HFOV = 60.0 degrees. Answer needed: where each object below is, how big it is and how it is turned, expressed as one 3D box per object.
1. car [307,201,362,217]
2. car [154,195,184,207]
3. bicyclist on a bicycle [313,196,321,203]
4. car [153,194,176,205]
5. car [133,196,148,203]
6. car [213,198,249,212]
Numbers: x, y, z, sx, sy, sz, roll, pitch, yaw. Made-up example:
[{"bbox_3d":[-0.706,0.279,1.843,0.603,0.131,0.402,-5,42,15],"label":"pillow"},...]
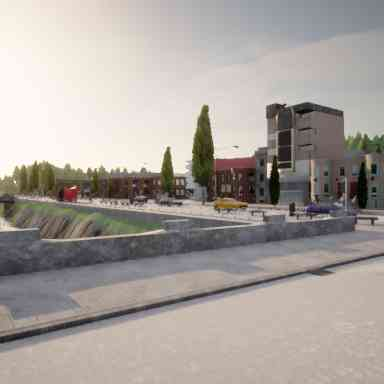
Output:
[{"bbox_3d":[12.275,1.526,28.939,1.812,1.442,4.674,0,0,-35],"label":"car"},{"bbox_3d":[-3.387,1.548,50.989,2.033,1.411,5.357,0,0,-35],"label":"car"},{"bbox_3d":[14.931,1.349,39.684,1.656,1.620,0.582,0,0,-35],"label":"bicyclist on a bicycle"},{"bbox_3d":[-5.044,1.352,60.515,2.097,1.767,4.553,0,0,-36],"label":"car"},{"bbox_3d":[-10.772,1.526,68.555,1.812,1.442,4.674,0,0,-36],"label":"car"},{"bbox_3d":[4.585,1.477,39.742,1.882,1.535,5.008,0,0,-35],"label":"car"}]
